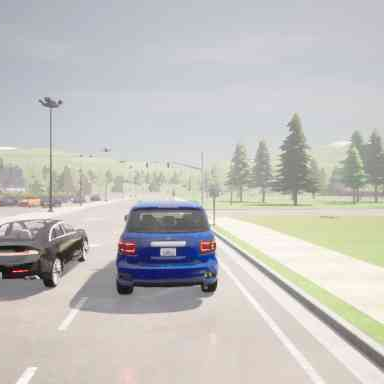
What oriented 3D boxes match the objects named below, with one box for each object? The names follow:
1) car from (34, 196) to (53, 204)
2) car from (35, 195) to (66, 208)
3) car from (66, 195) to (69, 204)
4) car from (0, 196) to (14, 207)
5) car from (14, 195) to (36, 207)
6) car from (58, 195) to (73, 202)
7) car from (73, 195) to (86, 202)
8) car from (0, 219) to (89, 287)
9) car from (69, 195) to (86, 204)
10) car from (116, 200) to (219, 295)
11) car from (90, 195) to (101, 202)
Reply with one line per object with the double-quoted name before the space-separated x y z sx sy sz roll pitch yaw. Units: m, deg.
"car" -28.875 1.504 64.769 1.837 1.490 4.892 0 0 -5
"car" -20.447 1.494 48.363 2.128 1.511 4.902 0 0 -6
"car" -25.250 1.506 63.364 1.837 1.490 4.892 0 0 -5
"car" -27.766 1.354 50.803 2.097 1.767 4.553 0 0 -4
"car" -24.074 1.355 49.487 2.097 1.767 4.553 0 0 -5
"car" -30.153 1.530 79.565 2.128 1.511 4.902 0 0 -5
"car" -26.534 1.505 78.345 1.837 1.490 4.892 0 0 -5
"car" -4.211 1.492 9.196 2.128 1.511 4.902 0 0 -5
"car" -21.828 1.529 64.409 1.812 1.442 4.674 0 0 -5
"car" -0.677 1.223 8.949 2.150 2.045 5.566 0 0 -5
"car" -23.128 1.482 79.587 1.882 1.535 5.008 0 0 -5
